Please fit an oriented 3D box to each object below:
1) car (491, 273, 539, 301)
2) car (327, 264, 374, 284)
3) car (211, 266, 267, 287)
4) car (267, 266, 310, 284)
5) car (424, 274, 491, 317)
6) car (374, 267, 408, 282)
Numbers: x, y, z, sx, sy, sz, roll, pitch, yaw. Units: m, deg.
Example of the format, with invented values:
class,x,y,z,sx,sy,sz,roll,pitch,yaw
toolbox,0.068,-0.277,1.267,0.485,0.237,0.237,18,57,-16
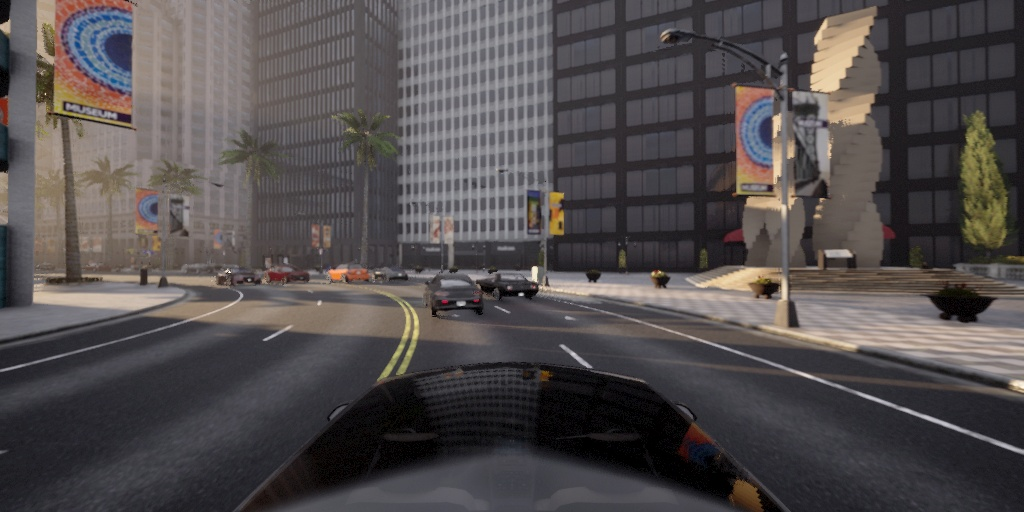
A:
class,x,y,z,sx,sy,sz,roll,pitch,yaw
car,-0.461,1.536,18.901,1.895,1.301,4.718,0,-1,-23
car,-14.695,1.460,32.020,4.553,1.767,2.097,-1,-1,41
car,-21.652,1.649,28.408,4.181,1.385,1.994,-1,-1,34
car,-19.525,1.588,31.182,5.008,1.535,1.882,-1,-1,34
car,-2.367,1.413,14.005,1.812,1.442,4.674,0,0,-18
car,-11.693,1.687,34.026,4.181,1.385,1.994,-1,-1,42
